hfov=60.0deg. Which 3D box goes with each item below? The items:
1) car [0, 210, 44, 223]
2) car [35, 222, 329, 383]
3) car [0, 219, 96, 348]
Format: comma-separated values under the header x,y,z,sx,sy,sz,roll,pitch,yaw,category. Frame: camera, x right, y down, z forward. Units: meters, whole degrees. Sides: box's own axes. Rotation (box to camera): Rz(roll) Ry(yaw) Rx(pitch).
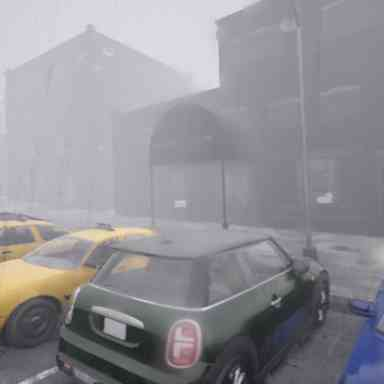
x,y,z,sx,sy,sz,roll,pitch,yaw,category
-4.153,1.370,8.547,1.946,1.575,5.366,1,1,36,car
0.494,1.338,4.934,2.185,1.767,4.553,1,1,36,car
-1.984,1.417,6.529,1.946,1.575,5.366,1,1,36,car
